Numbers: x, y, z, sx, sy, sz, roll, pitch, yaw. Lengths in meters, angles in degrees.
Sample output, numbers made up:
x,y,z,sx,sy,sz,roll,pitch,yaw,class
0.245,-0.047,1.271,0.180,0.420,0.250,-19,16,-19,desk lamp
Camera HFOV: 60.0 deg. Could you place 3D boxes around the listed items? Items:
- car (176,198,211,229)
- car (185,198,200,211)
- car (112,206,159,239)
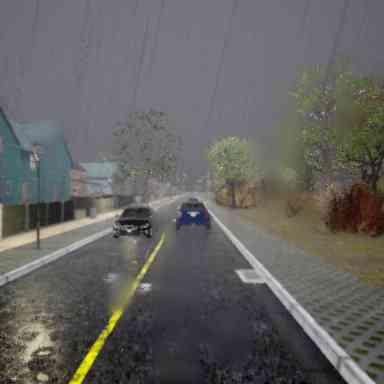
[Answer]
x,y,z,sx,sy,sz,roll,pitch,yaw,class
0.078,1.359,21.504,2.097,1.767,4.553,0,0,0,car
0.103,1.523,42.522,1.837,1.490,4.892,0,0,0,car
-2.832,1.511,17.495,1.837,1.490,4.892,0,0,0,car
